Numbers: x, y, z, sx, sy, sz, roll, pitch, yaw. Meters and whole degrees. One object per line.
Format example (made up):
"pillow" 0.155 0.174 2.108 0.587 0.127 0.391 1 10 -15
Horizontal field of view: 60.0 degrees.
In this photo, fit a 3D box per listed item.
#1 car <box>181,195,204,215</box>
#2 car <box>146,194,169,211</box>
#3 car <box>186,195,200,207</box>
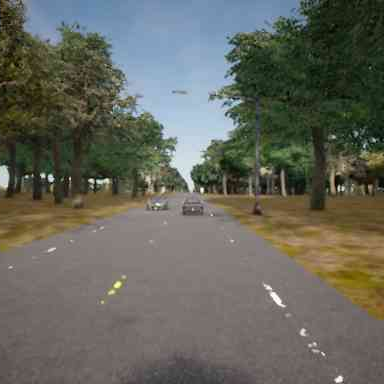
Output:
"car" 0.085 1.259 30.375 2.128 1.511 4.902 0 0 0
"car" -3.612 1.079 35.489 2.097 1.767 4.553 0 0 0
"car" 0.075 1.155 46.186 1.837 1.490 4.892 0 1 0
